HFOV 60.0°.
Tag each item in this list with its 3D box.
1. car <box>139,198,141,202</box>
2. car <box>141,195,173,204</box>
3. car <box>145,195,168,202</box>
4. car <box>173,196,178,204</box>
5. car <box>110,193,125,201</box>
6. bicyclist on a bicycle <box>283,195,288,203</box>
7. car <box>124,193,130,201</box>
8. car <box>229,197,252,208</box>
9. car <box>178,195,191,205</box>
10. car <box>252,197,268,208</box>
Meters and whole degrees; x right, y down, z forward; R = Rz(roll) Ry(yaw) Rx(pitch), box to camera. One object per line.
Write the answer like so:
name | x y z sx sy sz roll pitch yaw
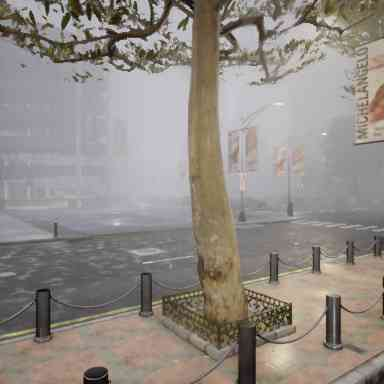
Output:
car | -9.545 1.524 74.216 4.674 1.442 1.812 0 0 26
car | -6.645 1.547 63.391 5.357 1.411 2.033 0 0 41
car | -8.332 1.525 77.517 4.902 1.511 2.128 0 0 26
car | -3.234 1.491 64.982 4.902 1.511 2.128 0 0 44
car | -18.821 1.545 77.841 4.718 1.301 1.895 0 0 11
bicyclist on a bicycle | 17.566 1.300 62.343 1.656 1.620 0.582 0 0 -36
car | -17.888 1.165 81.215 5.566 2.045 2.150 0 0 11
car | 5.660 1.547 48.129 2.033 1.411 5.357 0 0 -36
car | 0.177 1.352 55.536 2.097 1.767 4.553 0 0 -38
car | 8.967 1.478 49.519 1.882 1.535 5.008 0 0 -37
